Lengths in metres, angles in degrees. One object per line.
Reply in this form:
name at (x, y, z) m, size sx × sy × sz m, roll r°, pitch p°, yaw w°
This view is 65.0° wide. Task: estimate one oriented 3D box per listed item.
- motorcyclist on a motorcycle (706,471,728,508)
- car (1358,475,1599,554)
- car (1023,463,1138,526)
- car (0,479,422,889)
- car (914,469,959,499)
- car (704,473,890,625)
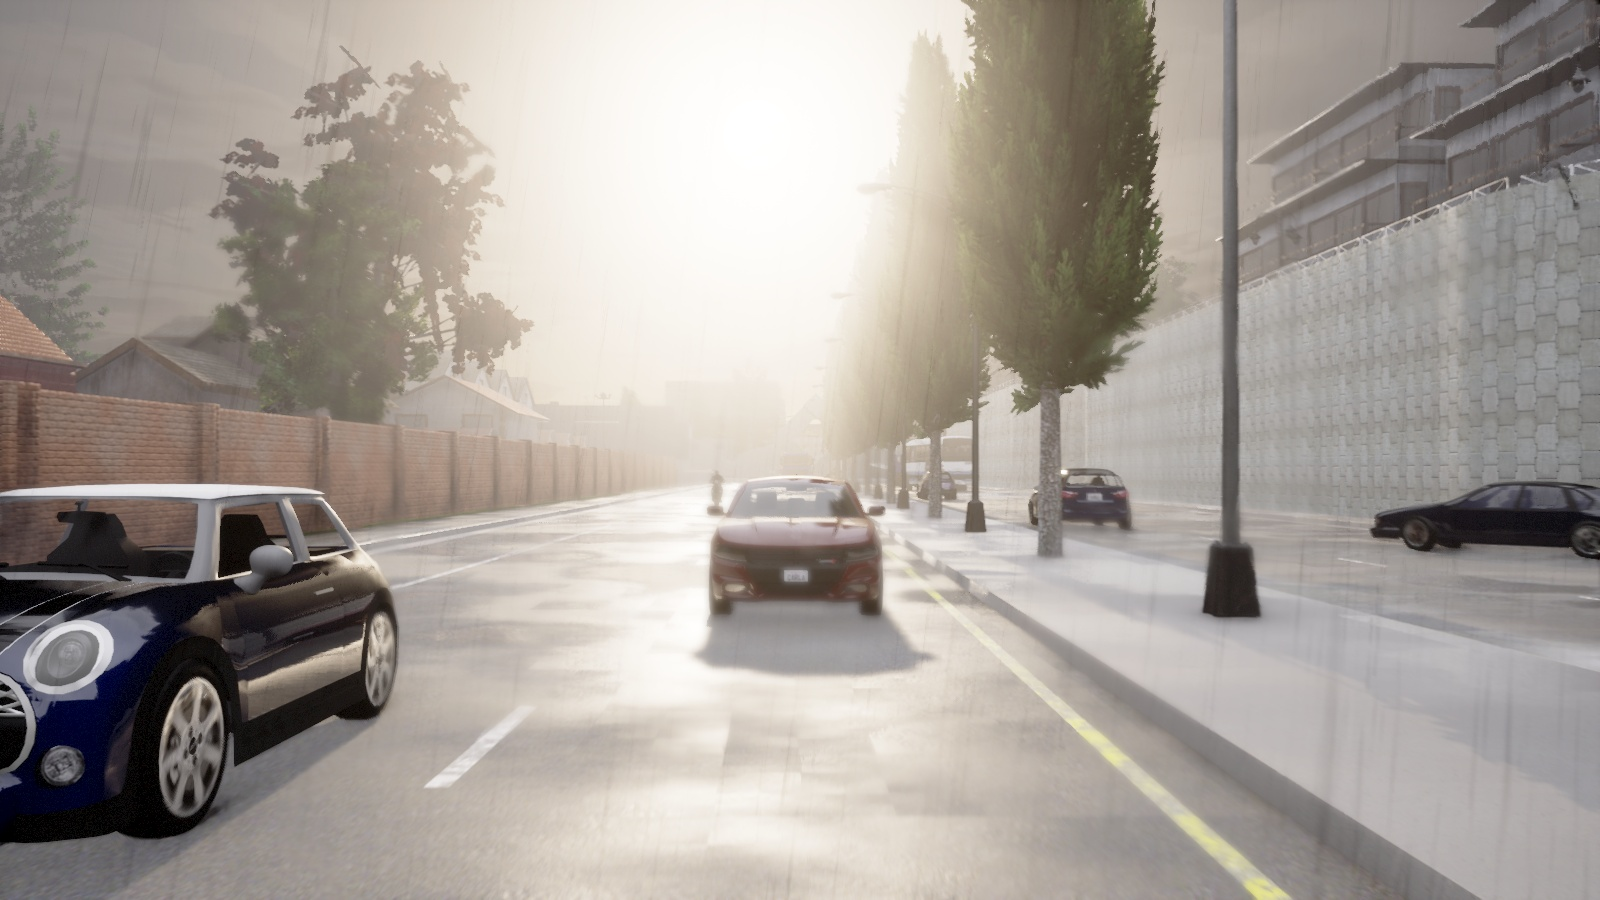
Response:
motorcyclist on a motorcycle at (-3.634, 1.708, 55.287) m, size 0.866 × 1.590 × 1.817 m, roll 0°, pitch -1°, yaw 0°
car at (13.970, 1.195, 24.390) m, size 2.033 × 1.411 × 5.357 m, roll 0°, pitch -1°, yaw -42°
car at (7.912, 1.228, 35.899) m, size 2.242 × 1.667 × 4.611 m, roll 0°, pitch -1°, yaw 0°
car at (-3.516, 0.903, 6.514) m, size 1.970 × 1.475 × 3.806 m, roll 0°, pitch -1°, yaw 0°
car at (7.825, 1.921, 72.145) m, size 2.033 × 1.649 × 4.856 m, roll 0°, pitch -1°, yaw 0°
car at (-0.037, 1.047, 15.231) m, size 1.882 × 1.535 × 5.008 m, roll 0°, pitch -1°, yaw 0°
